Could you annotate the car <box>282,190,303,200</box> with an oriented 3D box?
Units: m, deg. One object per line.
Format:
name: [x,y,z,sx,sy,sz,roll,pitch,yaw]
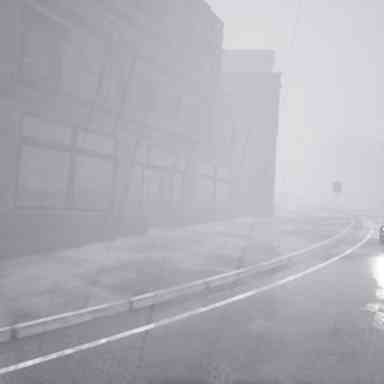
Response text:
car: [16.448,0.458,54.839,1.812,1.442,4.674,4,2,-10]

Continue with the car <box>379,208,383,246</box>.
car: [9.342,1.534,14.434,1.895,1.301,4.718,1,1,34]

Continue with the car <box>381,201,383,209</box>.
car: [20.641,1.146,33.012,2.097,1.767,4.553,3,1,11]
